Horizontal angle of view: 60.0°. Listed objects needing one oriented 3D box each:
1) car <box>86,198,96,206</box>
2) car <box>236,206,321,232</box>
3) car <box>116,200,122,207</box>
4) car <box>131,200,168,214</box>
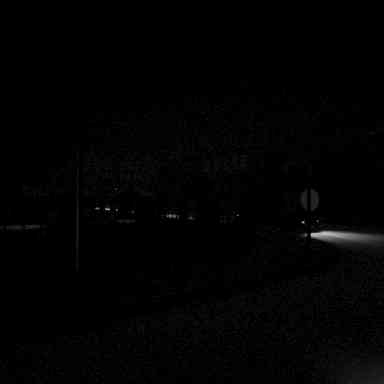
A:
[{"bbox_3d":[-16.025,1.493,50.208,2.128,1.511,4.902,0,0,-35],"label":"car"},{"bbox_3d":[5.077,1.547,20.459,2.033,1.411,5.357,0,0,-36],"label":"car"},{"bbox_3d":[-10.083,1.547,48.961,2.033,1.411,5.357,0,0,-37],"label":"car"},{"bbox_3d":[-4.265,1.525,33.554,1.812,1.442,4.674,0,0,-35],"label":"car"}]
